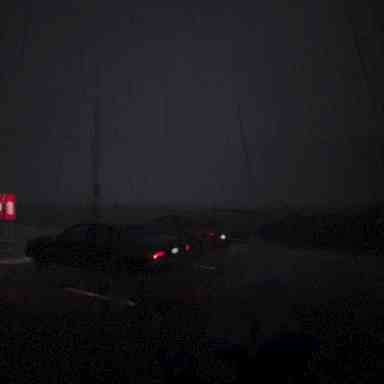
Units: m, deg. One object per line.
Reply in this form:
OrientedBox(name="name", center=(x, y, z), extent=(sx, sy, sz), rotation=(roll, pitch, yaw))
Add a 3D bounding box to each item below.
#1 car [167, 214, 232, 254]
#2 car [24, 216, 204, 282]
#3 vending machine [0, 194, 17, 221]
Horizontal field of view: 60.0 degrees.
OrientedBox(name="car", center=(-0.615, 1.520, 12.503), extent=(4.181, 1.385, 1.994), rotation=(0, 0, 32))
OrientedBox(name="car", center=(-2.545, 1.524, 9.650), extent=(5.357, 1.411, 2.033), rotation=(0, 0, 32))
OrientedBox(name="vending machine", center=(-14.368, 1.175, 25.821), extent=(0.880, 2.100, 1.100), rotation=(0, 0, 32))
